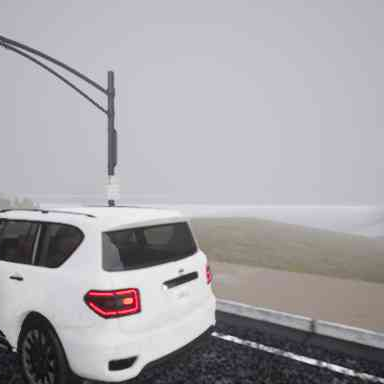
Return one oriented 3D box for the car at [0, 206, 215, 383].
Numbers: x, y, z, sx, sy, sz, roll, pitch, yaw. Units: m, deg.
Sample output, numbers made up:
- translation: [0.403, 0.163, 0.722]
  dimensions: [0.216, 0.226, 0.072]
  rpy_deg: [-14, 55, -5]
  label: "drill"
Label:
- translation: [-2.291, 1.253, 5.333]
  dimensions: [5.566, 2.045, 2.150]
  rpy_deg: [0, 0, 36]
  label: "car"
